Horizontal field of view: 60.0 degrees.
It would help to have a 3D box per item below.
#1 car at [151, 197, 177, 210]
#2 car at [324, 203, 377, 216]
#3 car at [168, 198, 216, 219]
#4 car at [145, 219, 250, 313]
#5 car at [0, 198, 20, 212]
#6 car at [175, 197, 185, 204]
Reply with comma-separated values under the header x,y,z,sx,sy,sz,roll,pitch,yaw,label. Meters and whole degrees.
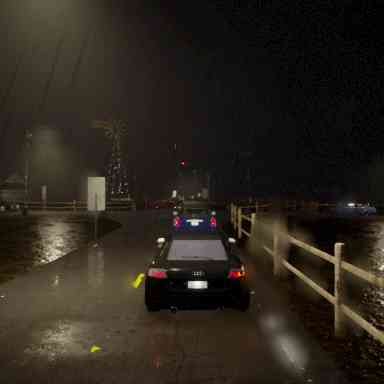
x,y,z,sx,sy,sz,roll,pitch,yaw,label
-3.913,1.732,45.366,1.895,1.301,4.718,0,0,17,car
17.908,1.950,37.662,5.357,1.411,2.033,1,-2,0,car
0.122,1.380,16.392,2.097,1.767,4.553,0,0,0,car
0.110,1.573,7.749,1.994,1.385,4.181,0,0,0,car
-20.255,1.292,34.093,4.892,1.490,1.837,1,-2,0,car
-2.630,1.797,74.381,1.882,1.535,5.008,0,0,0,car
